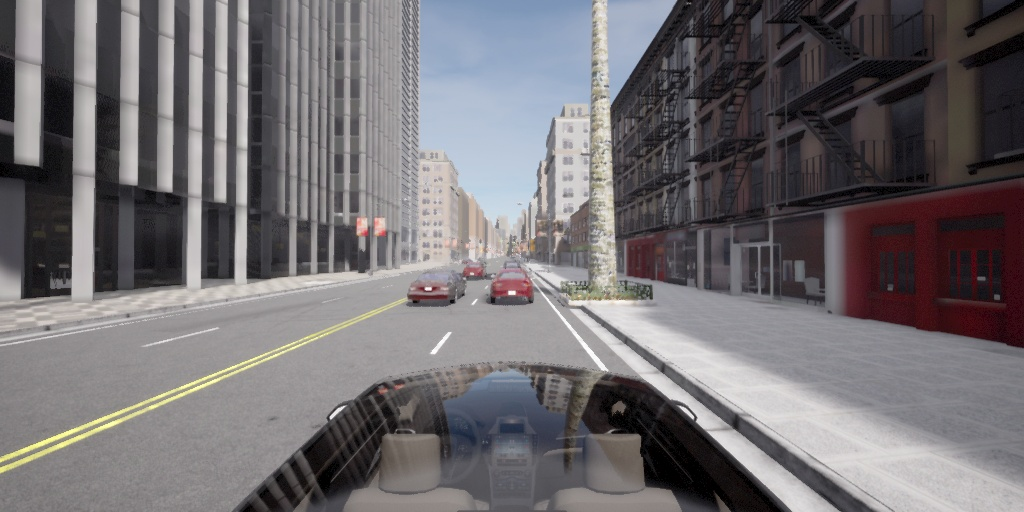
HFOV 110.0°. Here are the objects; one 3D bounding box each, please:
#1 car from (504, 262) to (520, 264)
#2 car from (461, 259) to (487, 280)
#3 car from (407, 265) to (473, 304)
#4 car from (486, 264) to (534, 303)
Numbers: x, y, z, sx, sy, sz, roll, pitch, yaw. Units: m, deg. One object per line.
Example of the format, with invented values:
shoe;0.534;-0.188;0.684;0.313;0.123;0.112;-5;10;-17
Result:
car;0.000;1.241;31.420;2.128;1.511;4.902;0;0;0
car;-3.250;1.279;31.420;1.812;1.442;4.674;0;0;0
car;-3.250;1.314;16.420;2.033;1.411;5.357;0;0;0
car;0.000;1.284;16.419;1.812;1.442;4.674;0;0;0
